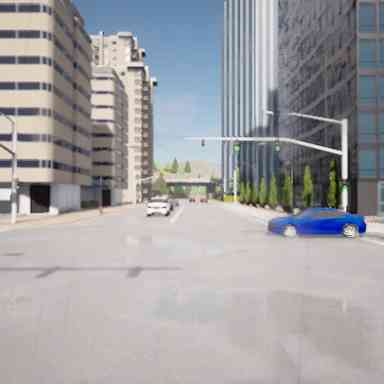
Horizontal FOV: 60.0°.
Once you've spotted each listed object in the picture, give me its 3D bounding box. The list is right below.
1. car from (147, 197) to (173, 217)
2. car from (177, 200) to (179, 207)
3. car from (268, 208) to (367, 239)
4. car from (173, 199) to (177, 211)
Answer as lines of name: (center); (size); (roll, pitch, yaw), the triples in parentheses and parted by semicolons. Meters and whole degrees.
car: (-3.572, 1.580, 36.274); (2.150, 2.045, 5.566); (0, -1, 0)
car: (-3.464, 2.163, 64.395); (1.812, 1.442, 4.674); (0, -1, 0)
car: (6.589, 1.611, 17.774); (5.008, 1.535, 1.882); (0, -1, 0)
car: (-3.559, 1.948, 47.580); (1.882, 1.535, 5.008); (0, 0, 0)
